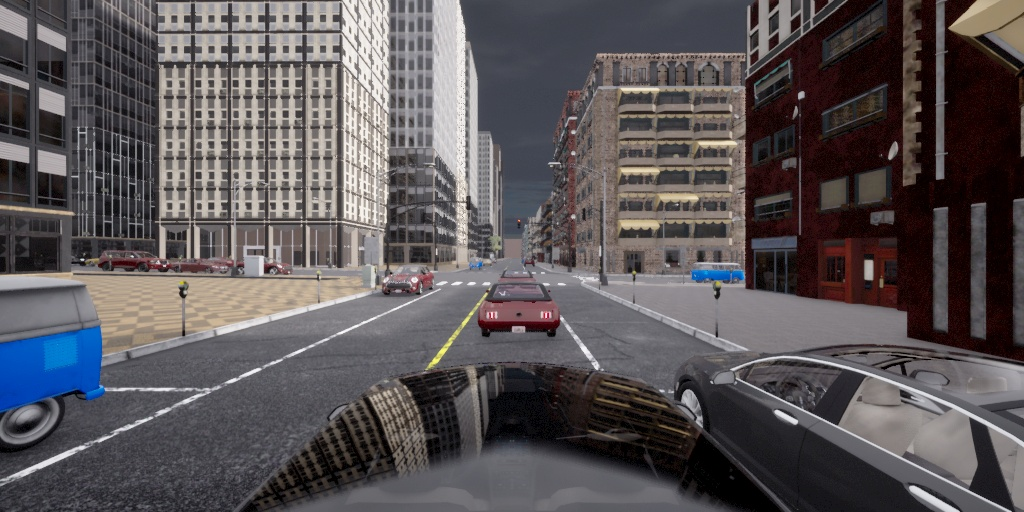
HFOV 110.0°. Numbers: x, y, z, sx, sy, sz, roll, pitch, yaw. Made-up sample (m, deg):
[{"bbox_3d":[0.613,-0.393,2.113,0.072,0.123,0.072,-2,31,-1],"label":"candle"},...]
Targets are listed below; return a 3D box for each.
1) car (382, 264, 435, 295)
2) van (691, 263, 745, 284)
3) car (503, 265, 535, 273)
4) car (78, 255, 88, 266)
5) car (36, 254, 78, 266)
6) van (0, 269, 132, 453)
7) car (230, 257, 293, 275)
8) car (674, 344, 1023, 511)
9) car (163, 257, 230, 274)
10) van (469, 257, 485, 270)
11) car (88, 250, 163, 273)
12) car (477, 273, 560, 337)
[{"bbox_3d":[-5.531,1.191,19.478,1.967,1.591,4.097,0,0,1],"label":"car"},{"bbox_3d":[17.169,1.456,29.987,3.998,1.789,1.690,0,0,0],"label":"van"},{"bbox_3d":[0.247,1.352,19.396,1.895,1.301,4.718,0,0,0],"label":"car"},{"bbox_3d":[-43.364,0.465,38.922,4.829,1.417,1.751,0,0,0],"label":"car"},{"bbox_3d":[-48.770,0.398,38.959,4.313,1.339,1.948,0,0,0],"label":"car"},{"bbox_3d":[-5.685,1.091,2.533,1.690,1.789,3.998,0,0,1],"label":"van"},{"bbox_3d":[-20.888,0.821,30.386,4.097,1.591,1.967,0,0,0],"label":"car"},{"bbox_3d":[2.695,1.300,2.455,2.007,1.370,4.403,0,0,1],"label":"car"},{"bbox_3d":[-26.462,0.856,30.424,4.207,1.307,1.802,0,0,0],"label":"car"},{"bbox_3d":[-5.233,1.103,51.950,1.690,1.789,3.998,0,0,1],"label":"van"},{"bbox_3d":[-32.036,0.482,30.463,5.009,1.841,2.192,0,0,0],"label":"car"},{"bbox_3d":[0.176,1.351,10.226,1.895,1.301,4.718,0,0,1],"label":"car"}]
